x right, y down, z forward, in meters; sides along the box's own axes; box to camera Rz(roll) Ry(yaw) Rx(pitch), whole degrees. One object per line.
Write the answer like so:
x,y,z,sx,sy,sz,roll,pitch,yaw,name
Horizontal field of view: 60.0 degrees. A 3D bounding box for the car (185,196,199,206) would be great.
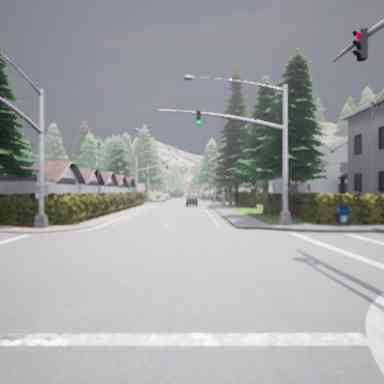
-0.016,1.444,51.544,1.837,1.490,4.892,0,0,0,car
